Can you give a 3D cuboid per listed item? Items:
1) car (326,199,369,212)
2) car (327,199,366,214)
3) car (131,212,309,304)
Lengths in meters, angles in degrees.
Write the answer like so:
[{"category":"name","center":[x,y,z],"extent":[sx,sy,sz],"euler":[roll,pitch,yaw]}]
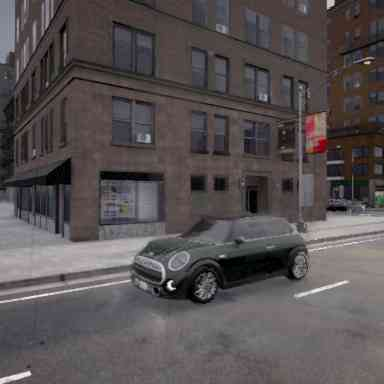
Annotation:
[{"category":"car","center":[18.713,1.580,40.134],"extent":[1.947,1.339,4.313],"euler":[0,0,-35]},{"category":"car","center":[15.641,1.485,34.974],"extent":[2.128,1.511,4.902],"euler":[0,0,-35]},{"category":"car","center":[0.811,1.352,8.259],"extent":[4.553,1.767,2.097],"euler":[0,0,-36]}]
